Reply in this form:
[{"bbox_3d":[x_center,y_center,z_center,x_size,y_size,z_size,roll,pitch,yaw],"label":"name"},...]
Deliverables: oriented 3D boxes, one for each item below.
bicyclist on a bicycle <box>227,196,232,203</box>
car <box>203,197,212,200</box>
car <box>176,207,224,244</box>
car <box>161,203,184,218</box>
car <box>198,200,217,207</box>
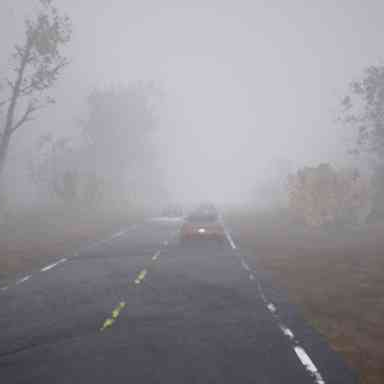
[{"bbox_3d":[8.788,1.797,80.649,0.659,1.776,1.843,0,0,11],"label":"bicyclist on a bicycle"},{"bbox_3d":[3.421,1.866,72.650,1.994,1.385,4.181,0,0,10],"label":"car"},{"bbox_3d":[0.504,1.644,16.332,1.994,1.385,4.181,0,0,2],"label":"car"},{"bbox_3d":[-1.738,1.722,32.255,1.994,1.385,4.181,0,0,5],"label":"car"},{"bbox_3d":[1.442,1.723,31.981,1.994,1.385,4.181,0,0,4],"label":"car"}]
